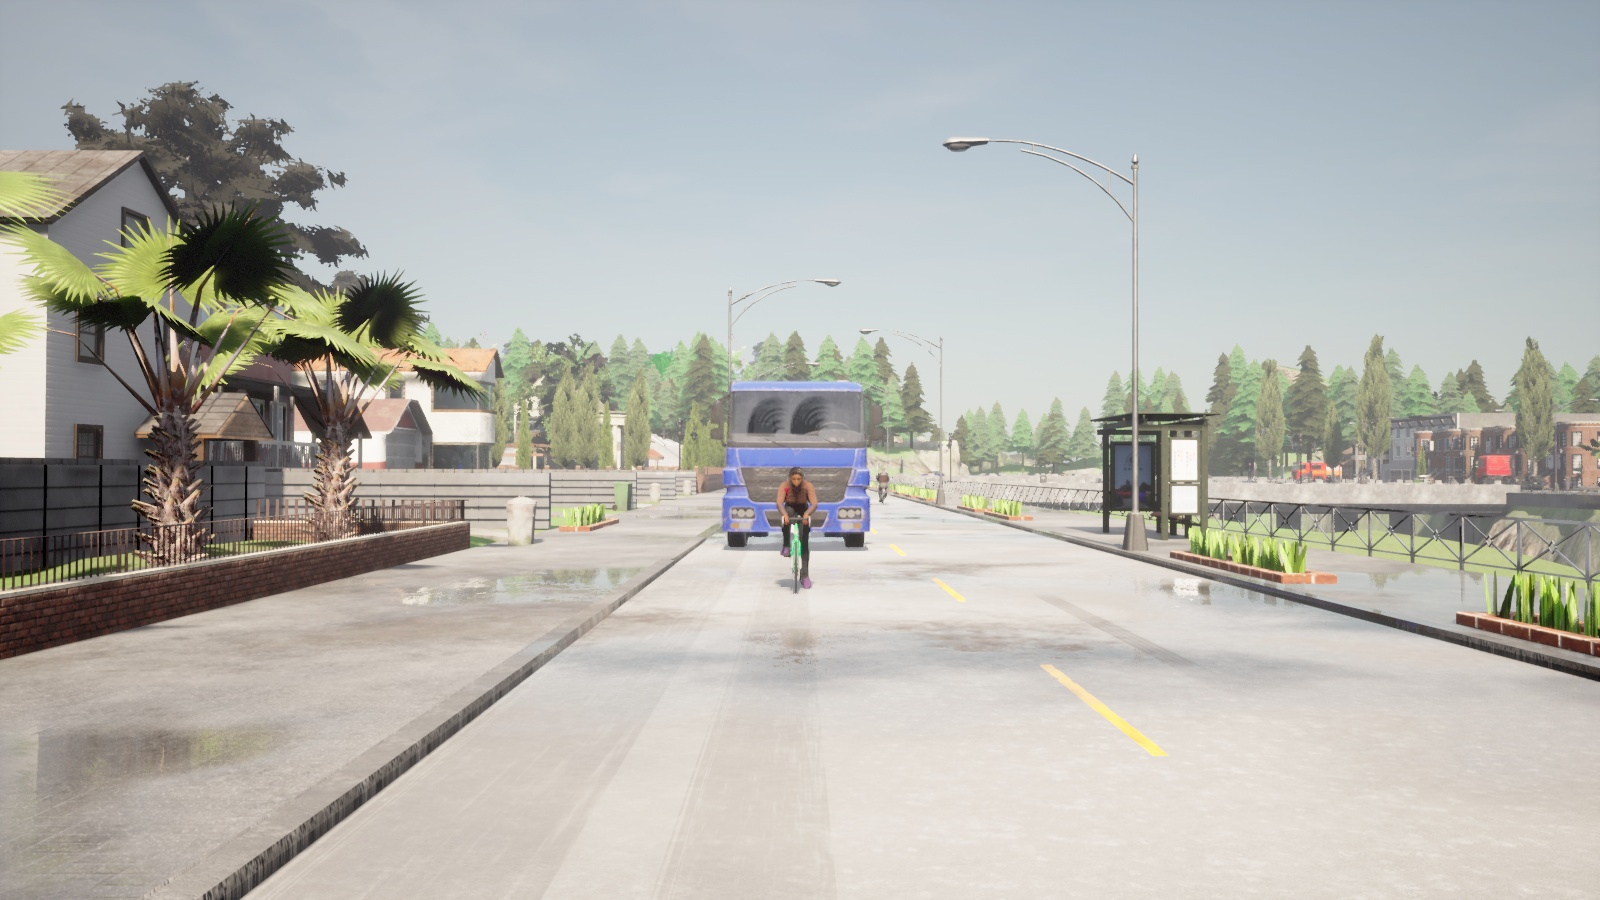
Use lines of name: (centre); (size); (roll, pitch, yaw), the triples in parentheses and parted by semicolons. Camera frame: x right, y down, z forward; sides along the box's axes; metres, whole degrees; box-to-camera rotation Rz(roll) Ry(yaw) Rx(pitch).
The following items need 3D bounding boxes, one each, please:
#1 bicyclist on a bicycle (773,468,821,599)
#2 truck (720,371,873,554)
bicyclist on a bicycle: (-0.041, 1.041, 16.324); (0.582, 1.620, 1.656); (0, -1, 0)
truck: (-0.074, 0.299, 27.792); (2.891, 3.462, 7.936); (0, -1, 0)
